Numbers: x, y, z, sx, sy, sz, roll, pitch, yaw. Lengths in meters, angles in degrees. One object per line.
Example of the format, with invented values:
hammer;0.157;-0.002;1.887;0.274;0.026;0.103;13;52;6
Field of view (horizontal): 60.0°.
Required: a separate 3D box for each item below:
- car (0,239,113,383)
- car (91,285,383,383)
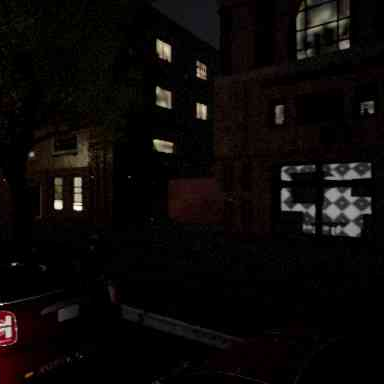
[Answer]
car;-3.024;1.443;5.028;4.097;1.590;1.967;0;0;35
car;1.614;1.440;1.722;4.097;1.590;1.967;0;0;35
